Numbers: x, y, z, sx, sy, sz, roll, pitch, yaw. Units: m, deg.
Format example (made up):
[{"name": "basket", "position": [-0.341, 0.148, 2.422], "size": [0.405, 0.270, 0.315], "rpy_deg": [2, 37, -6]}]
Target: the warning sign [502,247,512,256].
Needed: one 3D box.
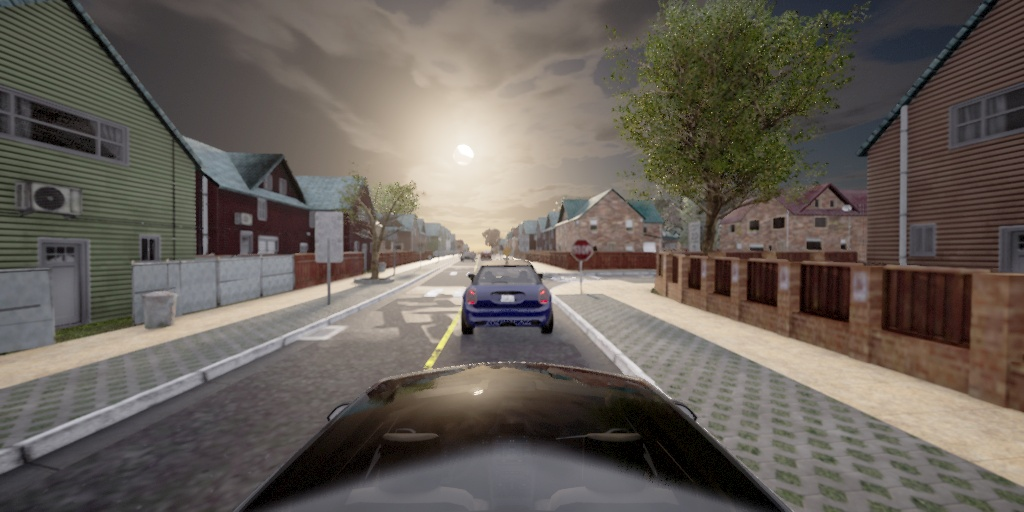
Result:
[{"name": "warning sign", "position": [-0.651, -0.275, 47.143], "size": [1.300, 1.860, 1.060], "rpy_deg": [0, 0, -5]}]

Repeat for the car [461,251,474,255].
[{"name": "car", "position": [-6.415, 0.077, 51.698], "size": [1.994, 1.385, 4.181], "rpy_deg": [0, 1, -5]}]

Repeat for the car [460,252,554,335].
[{"name": "car", "position": [-0.167, 0.878, 9.884], "size": [2.097, 1.767, 4.553], "rpy_deg": [0, 2, -2]}]

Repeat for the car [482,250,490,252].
[{"name": "car", "position": [-4.573, -0.250, 63.633], "size": [1.882, 1.535, 5.008], "rpy_deg": [0, 1, -4]}]
